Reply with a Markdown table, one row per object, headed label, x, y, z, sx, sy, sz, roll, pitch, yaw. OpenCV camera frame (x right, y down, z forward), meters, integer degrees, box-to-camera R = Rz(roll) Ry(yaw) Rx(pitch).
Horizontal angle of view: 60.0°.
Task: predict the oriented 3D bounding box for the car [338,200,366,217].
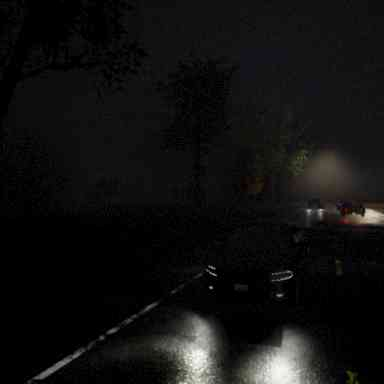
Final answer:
| label | x | y | z | sx | sy | sz | roll | pitch | yaw |
| --- | --- | --- | --- | --- | --- | --- | --- | --- | --- |
| car | 15.076 | 1.622 | 31.328 | 1.895 | 1.301 | 4.718 | 0 | 0 | 22 |

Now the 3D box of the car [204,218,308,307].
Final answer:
| label | x | y | z | sx | sy | sz | roll | pitch | yaw |
| --- | --- | --- | --- | --- | --- | --- | --- | --- | --- |
| car | 1.847 | 1.483 | 8.399 | 1.882 | 1.535 | 5.008 | 0 | 0 | 22 |

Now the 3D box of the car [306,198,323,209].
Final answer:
| label | x | y | z | sx | sy | sz | roll | pitch | yaw |
| --- | --- | --- | --- | --- | --- | --- | --- | --- | --- |
| car | 16.813 | 1.566 | 45.388 | 1.812 | 1.442 | 4.674 | 0 | 0 | 22 |

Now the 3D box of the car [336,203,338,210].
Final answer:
| label | x | y | z | sx | sy | sz | roll | pitch | yaw |
| --- | --- | --- | --- | --- | --- | --- | --- | --- | --- |
| car | 18.627 | 1.596 | 40.239 | 1.994 | 1.385 | 4.181 | 0 | 0 | 22 |
